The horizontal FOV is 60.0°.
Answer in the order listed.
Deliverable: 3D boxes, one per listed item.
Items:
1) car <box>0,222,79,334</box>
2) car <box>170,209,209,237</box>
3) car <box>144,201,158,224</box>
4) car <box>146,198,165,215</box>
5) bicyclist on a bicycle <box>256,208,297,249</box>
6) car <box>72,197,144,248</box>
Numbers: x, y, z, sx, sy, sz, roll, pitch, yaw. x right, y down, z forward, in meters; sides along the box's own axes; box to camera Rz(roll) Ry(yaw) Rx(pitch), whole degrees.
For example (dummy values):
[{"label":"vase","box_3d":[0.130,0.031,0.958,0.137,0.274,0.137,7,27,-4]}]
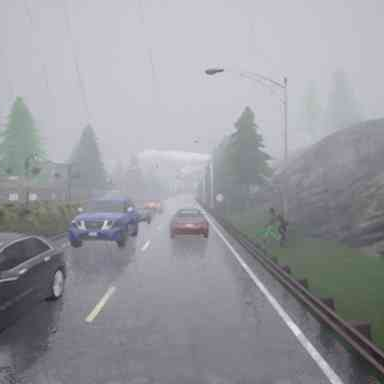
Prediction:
[{"label":"car","box_3d":[-3.667,1.524,5.554,1.837,1.490,4.892,0,0,-1]},{"label":"car","box_3d":[-0.150,1.582,18.024,1.994,1.385,4.181,0,0,-1]},{"label":"car","box_3d":[-3.946,1.603,25.034,1.994,1.385,4.181,0,0,-1]},{"label":"car","box_3d":[-4.062,1.401,34.955,2.097,1.767,4.553,0,0,0]},{"label":"bicyclist on a bicycle","box_3d":[3.314,1.436,13.098,1.656,1.620,0.582,-1,0,-1]},{"label":"car","box_3d":[-3.815,1.251,15.416,2.150,2.045,5.566,0,0,-1]}]
